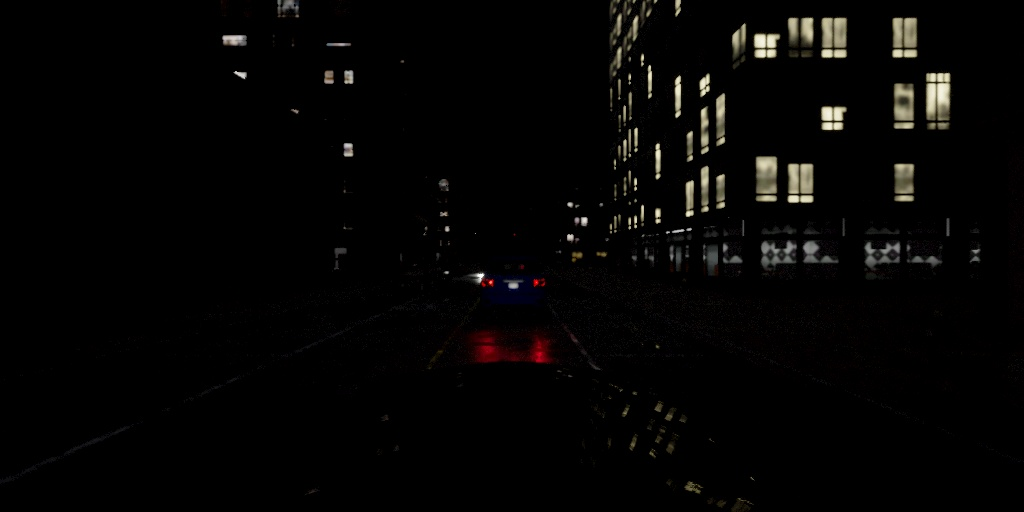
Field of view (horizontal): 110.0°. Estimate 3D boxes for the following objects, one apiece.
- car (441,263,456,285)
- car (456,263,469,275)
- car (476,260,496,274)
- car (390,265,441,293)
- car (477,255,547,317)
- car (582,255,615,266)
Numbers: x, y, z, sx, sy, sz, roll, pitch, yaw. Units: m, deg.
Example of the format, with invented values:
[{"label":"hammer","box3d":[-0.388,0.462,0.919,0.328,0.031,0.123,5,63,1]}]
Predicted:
[{"label":"car","box3d":[-5.694,1.323,26.482,2.007,1.370,4.403,0,0,0]},{"label":"car","box3d":[-5.747,1.369,39.399,1.802,1.307,4.207,0,0,0]},{"label":"car","box3d":[-3.076,1.284,43.535,2.128,1.511,4.902,0,0,0]},{"label":"car","box3d":[-5.694,1.317,20.834,2.007,1.370,4.403,0,0,0]},{"label":"car","box3d":[0.059,0.982,13.405,2.150,2.045,5.566,0,0,0]},{"label":"car","box3d":[14.701,0.837,59.383,5.009,1.841,2.192,0,0,0]}]
